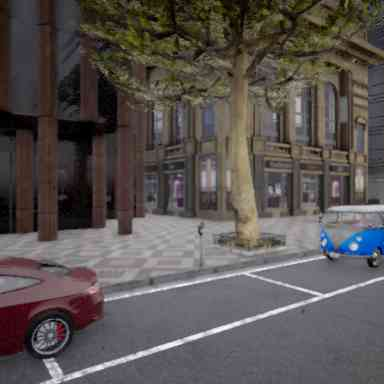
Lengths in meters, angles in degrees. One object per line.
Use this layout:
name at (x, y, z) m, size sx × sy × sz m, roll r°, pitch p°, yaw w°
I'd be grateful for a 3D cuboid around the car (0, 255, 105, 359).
car at (-3.289, 1.582, 4.418) m, size 4.206 × 1.307 × 1.802 m, roll 0°, pitch 0°, yaw -36°

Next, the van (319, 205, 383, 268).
van at (5.890, 1.327, 10.972) m, size 3.998 × 1.788 × 1.690 m, roll 0°, pitch 0°, yaw -36°
